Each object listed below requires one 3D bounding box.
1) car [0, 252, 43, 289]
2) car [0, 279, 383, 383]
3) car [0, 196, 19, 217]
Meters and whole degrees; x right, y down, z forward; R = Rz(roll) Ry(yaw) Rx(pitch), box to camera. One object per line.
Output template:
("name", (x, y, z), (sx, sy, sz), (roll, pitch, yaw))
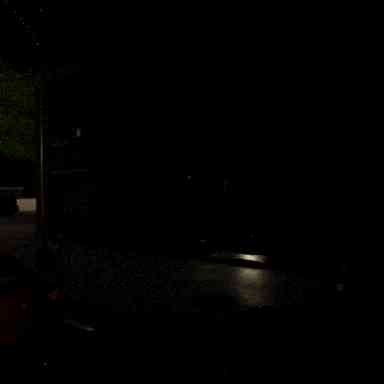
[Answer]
("car", (-3.843, 1.638, 5.538), (4.206, 1.307, 1.802), (-1, 0, 35))
("car", (0.657, 1.551, 2.344), (4.507, 1.381, 1.887), (-1, 0, 35))
("car", (-19.811, 1.434, 32.269), (2.150, 2.045, 5.566), (-1, 0, 35))
